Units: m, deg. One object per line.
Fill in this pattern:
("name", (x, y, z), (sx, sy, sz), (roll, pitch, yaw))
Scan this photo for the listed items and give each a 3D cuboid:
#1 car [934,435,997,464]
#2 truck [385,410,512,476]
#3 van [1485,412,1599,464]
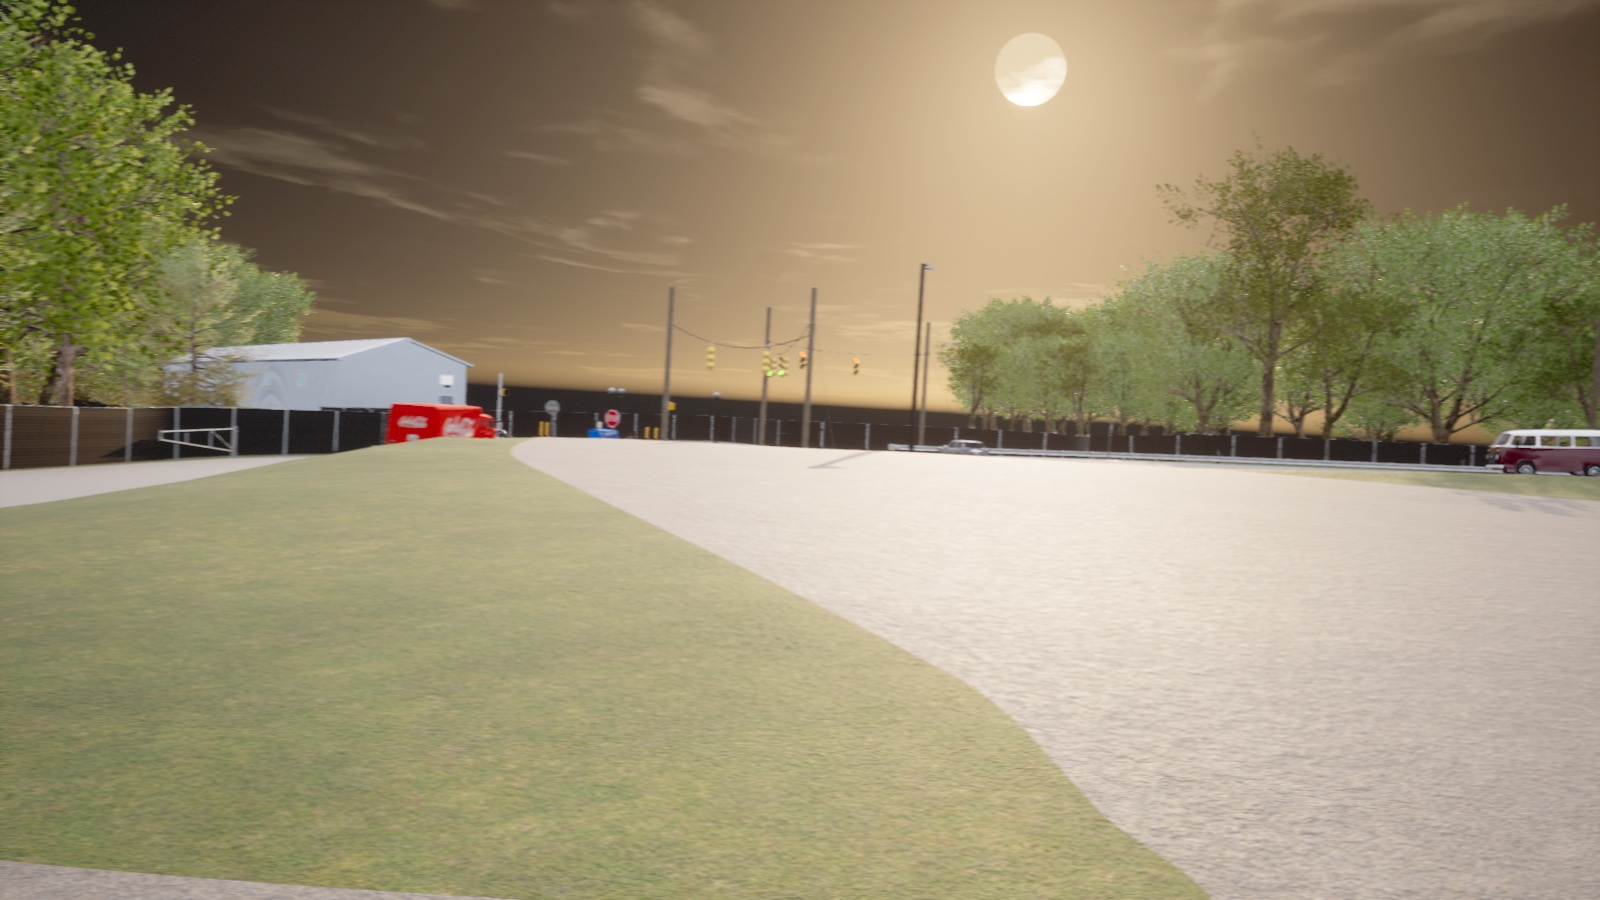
("car", (8.901, -0.040, 67.776), (1.970, 1.475, 3.806), (1, 1, -17))
("truck", (-14.369, -0.326, 51.661), (2.627, 2.467, 5.204), (3, 2, 16))
("van", (30.077, -0.460, 50.028), (4.480, 2.038, 2.069), (0, 0, 13))
